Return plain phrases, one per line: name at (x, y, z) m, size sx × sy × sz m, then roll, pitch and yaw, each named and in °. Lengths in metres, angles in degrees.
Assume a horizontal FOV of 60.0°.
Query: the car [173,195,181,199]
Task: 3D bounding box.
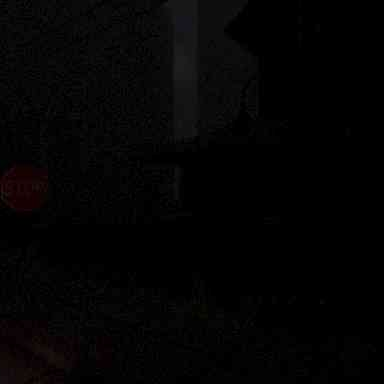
car at (-3.451, 1.416, 86.200) m, size 4.193 × 1.474 × 1.816 m, roll 0°, pitch 0°, yaw 37°
